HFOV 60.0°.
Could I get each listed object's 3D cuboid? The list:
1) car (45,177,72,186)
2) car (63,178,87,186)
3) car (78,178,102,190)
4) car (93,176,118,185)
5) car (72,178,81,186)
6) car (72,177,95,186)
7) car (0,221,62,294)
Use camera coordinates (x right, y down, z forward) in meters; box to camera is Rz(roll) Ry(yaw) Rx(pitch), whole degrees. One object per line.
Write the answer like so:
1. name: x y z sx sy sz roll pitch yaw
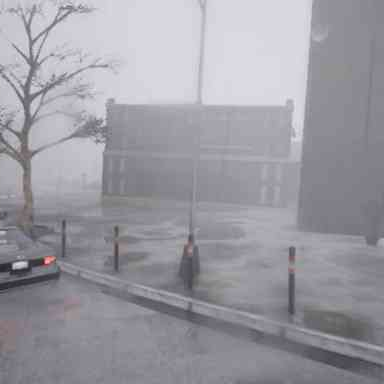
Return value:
1. car: -27.161 -2.216 66.645 4.553 1.767 2.185 4 3 21
2. car: -25.231 -2.202 71.818 4.674 1.452 2.002 4 3 21
3. car: -17.076 -1.160 58.327 1.882 1.535 5.008 4 3 21
4. car: -21.315 -2.820 82.119 5.566 2.045 2.435 4 3 21
5. car: -26.218 -2.166 69.245 5.008 1.535 2.097 4 3 21
6. car: -24.214 -2.443 74.375 4.553 1.767 2.185 4 3 21
7. car: -5.229 1.379 7.963 5.357 1.411 2.033 2 1 39
